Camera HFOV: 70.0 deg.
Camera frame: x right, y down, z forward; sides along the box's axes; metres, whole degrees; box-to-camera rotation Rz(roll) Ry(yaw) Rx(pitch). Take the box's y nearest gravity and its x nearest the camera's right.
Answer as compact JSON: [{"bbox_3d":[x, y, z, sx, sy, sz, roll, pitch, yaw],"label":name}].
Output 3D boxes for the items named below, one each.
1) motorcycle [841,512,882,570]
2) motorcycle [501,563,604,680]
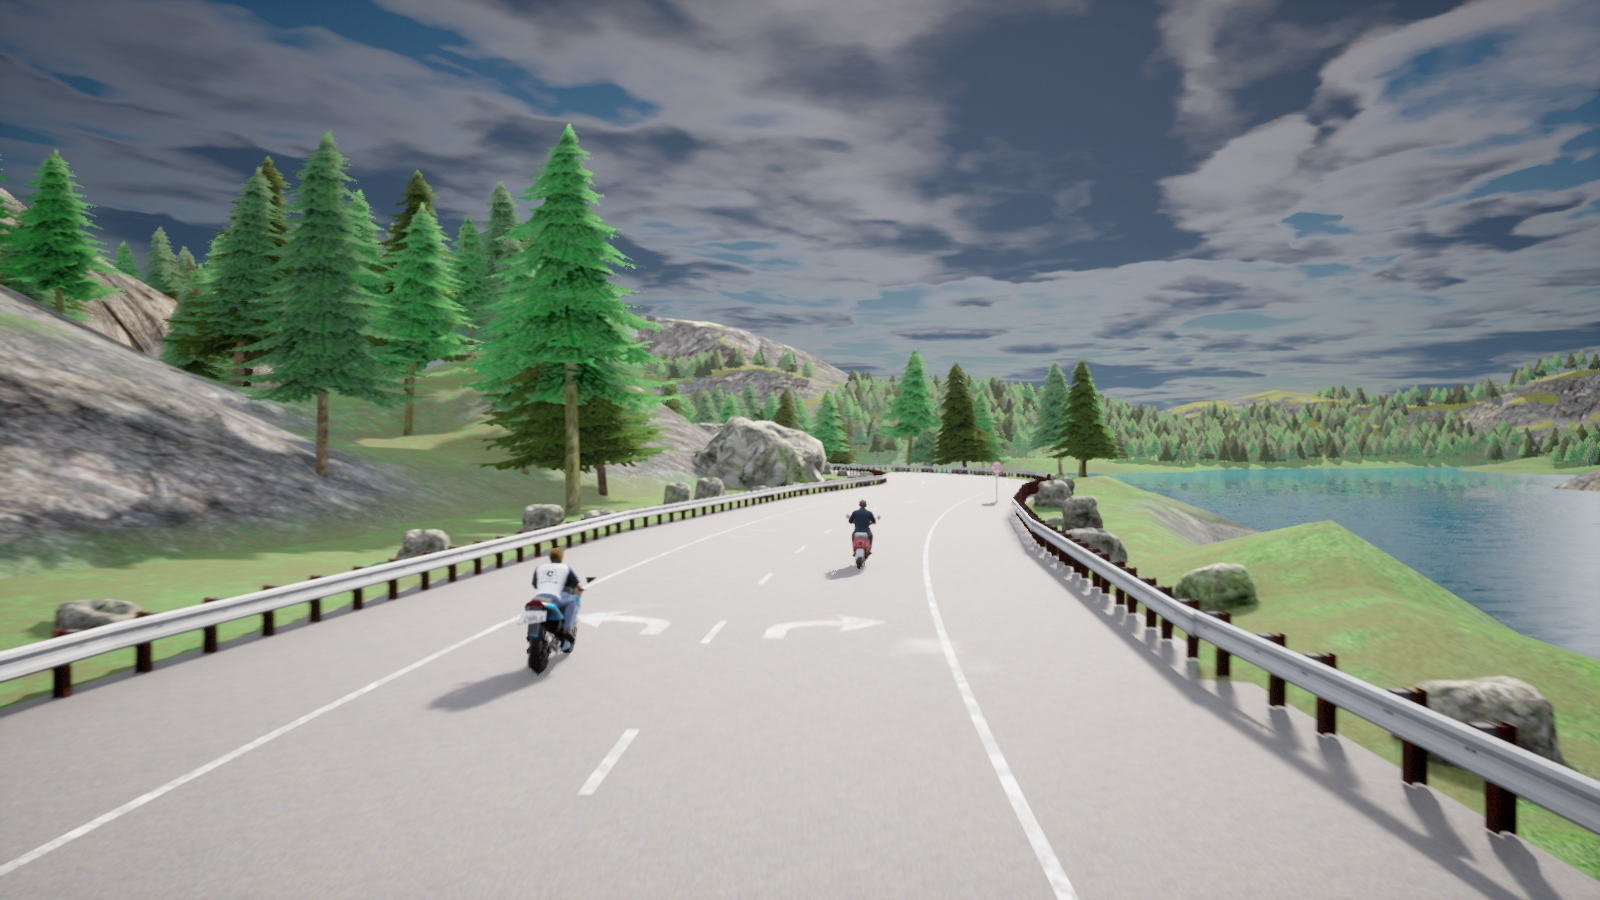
[{"bbox_3d":[1.493,2.183,27.630,0.856,1.236,1.805,1,0,7],"label":"motorcycle"},{"bbox_3d":[-3.178,2.175,14.863,0.803,1.217,2.033,0,0,3],"label":"motorcycle"}]
